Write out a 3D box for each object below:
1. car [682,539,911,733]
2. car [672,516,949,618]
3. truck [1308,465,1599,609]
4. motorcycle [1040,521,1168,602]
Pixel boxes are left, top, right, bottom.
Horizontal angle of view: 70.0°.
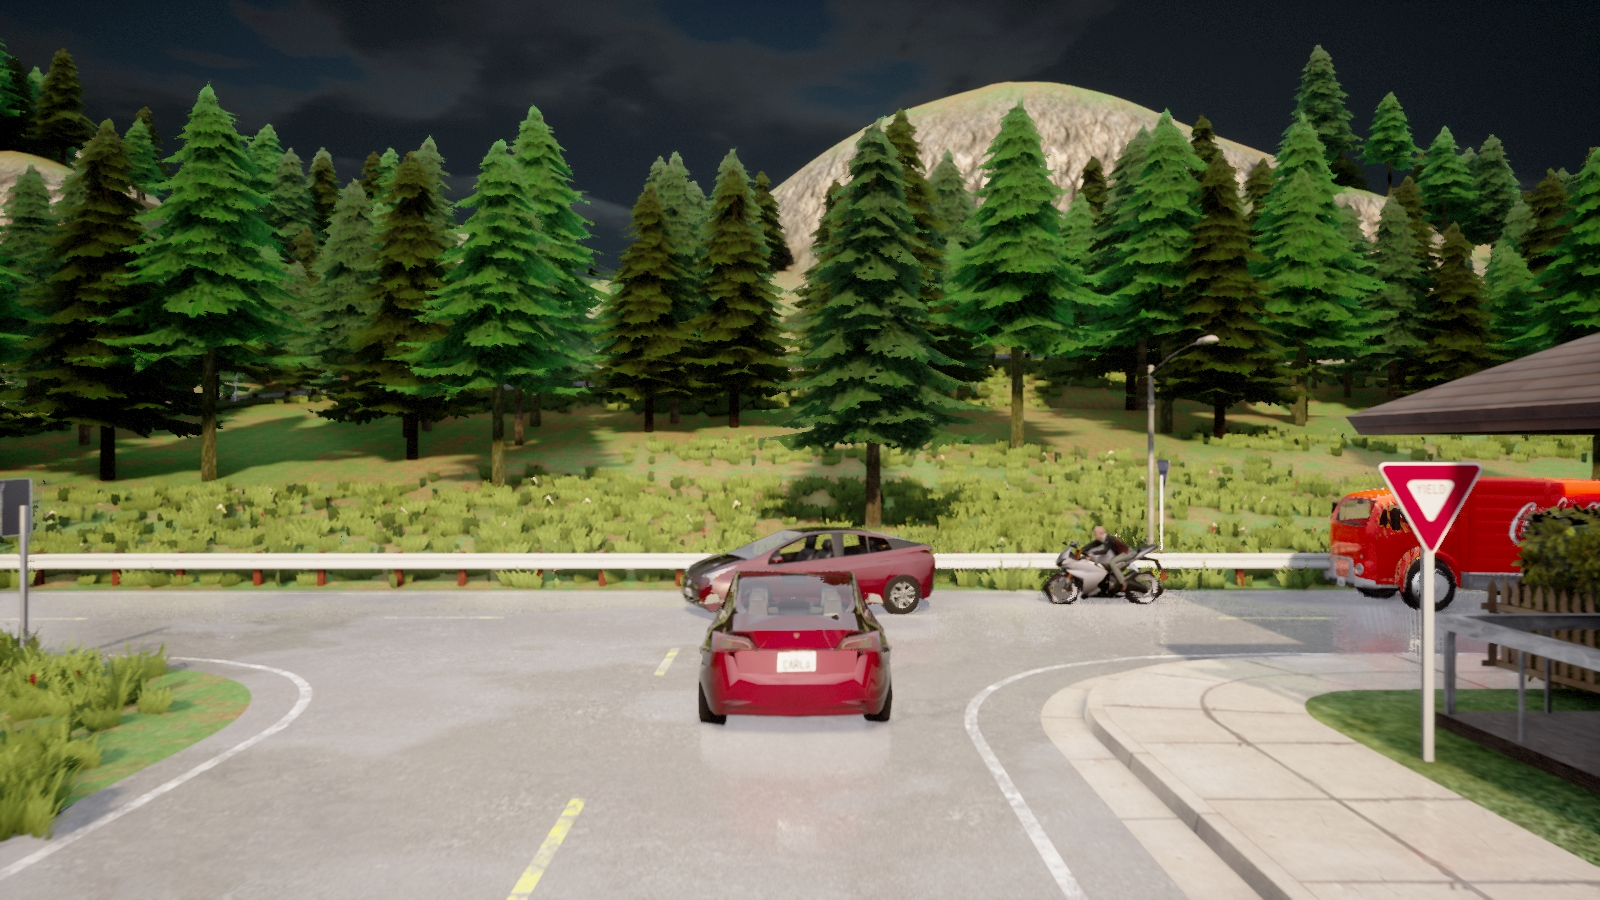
[{"bbox_3d":[-0.061,1.940,13.183,2.163,1.488,4.792,0,-1,-1],"label":"car"},{"bbox_3d":[0.177,2.010,20.417,4.514,1.525,2.007,1,-1,-21],"label":"car"},{"bbox_3d":[12.905,1.589,21.792,5.204,2.467,2.627,1,0,0],"label":"truck"},{"bbox_3d":[5.758,2.107,21.745,2.209,1.460,0.867,0,0,-1],"label":"motorcycle"}]
